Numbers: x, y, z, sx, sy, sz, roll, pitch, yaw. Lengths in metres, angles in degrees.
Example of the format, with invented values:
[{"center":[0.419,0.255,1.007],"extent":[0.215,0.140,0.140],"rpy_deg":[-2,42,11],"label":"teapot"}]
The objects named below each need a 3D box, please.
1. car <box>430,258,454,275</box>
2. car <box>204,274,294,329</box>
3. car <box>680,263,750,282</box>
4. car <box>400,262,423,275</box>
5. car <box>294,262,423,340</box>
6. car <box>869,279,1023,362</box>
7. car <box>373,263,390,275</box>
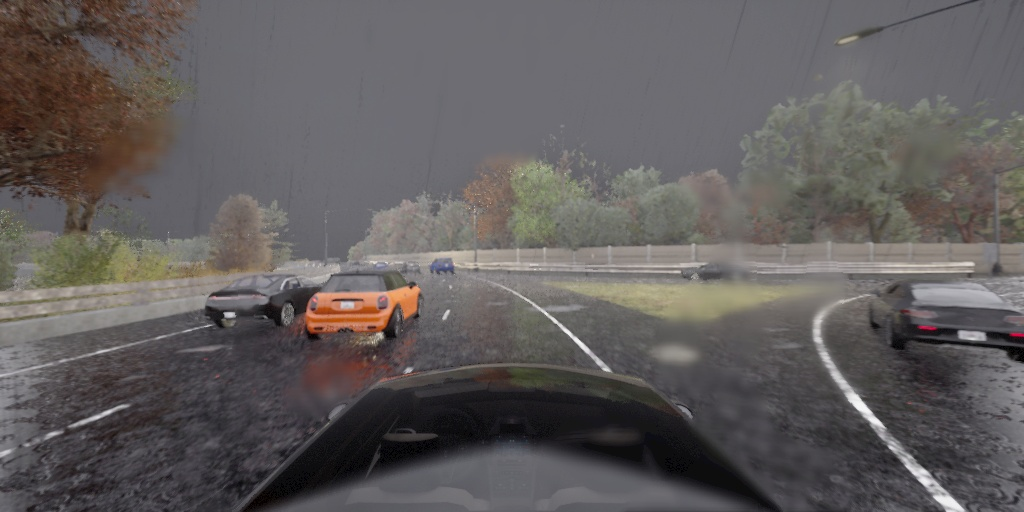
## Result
[{"center":[-8.832,1.247,45.094],"extent":[2.150,2.045,5.566],"rpy_deg":[0,0,-24],"label":"car"},{"center":[-7.567,1.338,11.784],"extent":[2.128,1.511,4.902],"rpy_deg":[0,0,-5],"label":"car"},{"center":[16.216,1.293,28.778],"extent":[4.892,1.490,1.837],"rpy_deg":[0,0,17],"label":"car"},{"center":[-12.876,1.541,45.620],"extent":[2.128,1.511,4.902],"rpy_deg":[0,0,-24],"label":"car"},{"center":[-3.967,1.170,10.429],"extent":[2.097,1.767,4.553],"rpy_deg":[0,0,-4],"label":"car"},{"center":[9.624,1.249,8.159],"extent":[1.812,1.442,4.674],"rpy_deg":[-1,-1,39],"label":"car"},{"center":[-16.482,1.594,45.141],"extent":[1.812,1.442,4.674],"rpy_deg":[0,0,-24],"label":"car"}]
